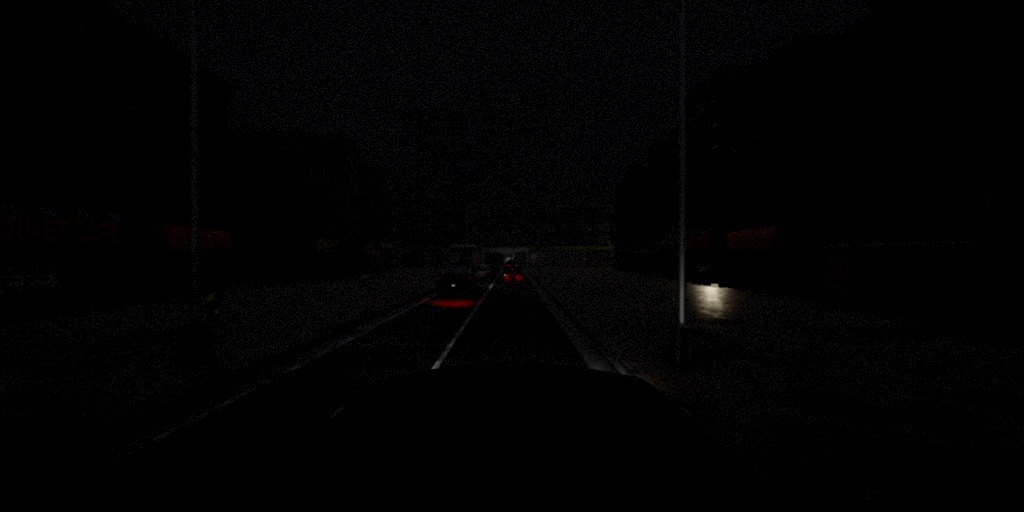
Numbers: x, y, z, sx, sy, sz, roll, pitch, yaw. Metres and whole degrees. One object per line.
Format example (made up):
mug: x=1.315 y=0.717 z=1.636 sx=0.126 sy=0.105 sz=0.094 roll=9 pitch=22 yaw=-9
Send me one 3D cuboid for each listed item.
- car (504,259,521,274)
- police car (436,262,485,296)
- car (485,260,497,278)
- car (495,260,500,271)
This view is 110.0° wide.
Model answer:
car: x=0.068 y=1.206 z=40.212 sx=2.128 sy=1.511 sz=4.902 roll=0 pitch=0 yaw=0
police car: x=-2.745 y=1.161 z=19.357 sx=1.930 sy=1.638 sz=5.238 roll=0 pitch=0 yaw=0
car: x=-2.629 y=1.306 z=32.609 sx=1.802 sy=1.307 sz=4.207 roll=0 pitch=0 yaw=0
car: x=-2.628 y=1.285 z=38.061 sx=1.948 sy=1.339 sz=4.313 roll=0 pitch=0 yaw=0
